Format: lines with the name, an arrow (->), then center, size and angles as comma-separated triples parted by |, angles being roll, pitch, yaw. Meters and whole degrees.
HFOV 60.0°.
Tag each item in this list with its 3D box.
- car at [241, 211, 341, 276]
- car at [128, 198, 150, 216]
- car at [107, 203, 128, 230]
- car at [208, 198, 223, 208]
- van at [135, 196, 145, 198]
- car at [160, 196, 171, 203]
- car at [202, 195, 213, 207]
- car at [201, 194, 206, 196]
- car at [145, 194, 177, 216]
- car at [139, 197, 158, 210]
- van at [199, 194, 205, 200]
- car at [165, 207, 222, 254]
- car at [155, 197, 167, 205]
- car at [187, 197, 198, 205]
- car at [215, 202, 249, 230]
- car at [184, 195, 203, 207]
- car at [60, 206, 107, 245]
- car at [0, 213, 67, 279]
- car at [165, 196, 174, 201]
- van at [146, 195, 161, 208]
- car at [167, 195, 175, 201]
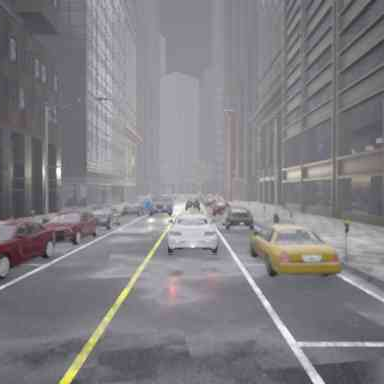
car -> 2.848, 1.543, 10.217 | 1.752, 1.417, 4.829 | -1, 0, 0
car -> -5.678, 1.597, 32.540 | 2.008, 1.369, 4.403 | -1, 0, 0
car -> -5.678, 1.584, 21.290 | 2.008, 1.369, 4.403 | -1, 0, 0
car -> 2.847, 1.590, 32.544 | 1.887, 1.381, 4.507 | -1, 0, 0
van -> -5.681, 1.393, 38.164 | 1.690, 1.788, 3.998 | -1, 0, 0
car -> -5.680, 1.631, 71.913 | 1.947, 1.339, 4.313 | -1, 0, 0
car -> 2.847, 1.604, 49.418 | 1.887, 1.381, 4.507 | -1, 0, 0
car -> 2.845, 1.502, 55.043 | 1.967, 1.590, 4.097 | -1, 0, 0
car -> -3.003, 1.365, 33.572 | 2.150, 2.045, 5.566 | 0, 0, 0
car -> -5.680, 1.496, 43.790 | 1.967, 1.590, 4.097 | -1, 0, 0
van -> 2.843, 1.402, 94.414 | 1.690, 1.788, 3.998 | -1, 0, 0
car -> 0.018, 1.548, 13.409 | 1.812, 1.442, 4.674 | 0, 0, 0
car -> -5.679, 1.646, 60.663 | 1.802, 1.307, 4.206 | -1, 0, 0
car -> 0.096, 1.665, 61.897 | 1.895, 1.301, 4.718 | 0, 0, 0
car -> 2.847, 1.584, 21.296 | 2.008, 1.369, 4.403 | -1, 0, 0
car -> 0.097, 1.560, 43.643 | 1.837, 1.490, 4.892 | 0, 0, 0
car -> -5.678, 1.571, 15.665 | 1.887, 1.381, 4.507 | -1, 0, 0
car -> -5.678, 1.563, 10.042 | 1.887, 1.381, 4.507 | -1, 0, 0
car -> -5.680, 1.630, 83.162 | 1.947, 1.339, 4.313 | -1, 0, 0
van -> -5.681, 1.401, 49.414 | 1.690, 1.788, 3.998 | -1, 0, 0
car -> -5.681, 1.608, 88.787 | 1.887, 1.381, 4.507 | -1, 0, 0
